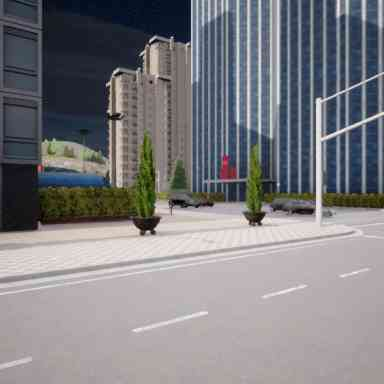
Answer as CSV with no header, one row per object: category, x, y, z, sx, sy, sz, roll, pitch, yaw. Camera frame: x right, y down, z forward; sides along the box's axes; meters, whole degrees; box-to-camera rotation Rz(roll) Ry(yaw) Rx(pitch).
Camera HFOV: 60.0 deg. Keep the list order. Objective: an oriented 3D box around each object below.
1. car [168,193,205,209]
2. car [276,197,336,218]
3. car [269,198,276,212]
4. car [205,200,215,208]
car,-1.138,1.221,45.794,2.150,2.045,5.566,0,0,-36
car,10.410,1.490,29.844,2.128,1.511,4.902,0,0,-36
car,10.558,1.352,35.600,2.097,1.767,4.553,0,0,-36
car,1.212,1.601,48.520,1.895,1.301,4.718,0,0,-36
